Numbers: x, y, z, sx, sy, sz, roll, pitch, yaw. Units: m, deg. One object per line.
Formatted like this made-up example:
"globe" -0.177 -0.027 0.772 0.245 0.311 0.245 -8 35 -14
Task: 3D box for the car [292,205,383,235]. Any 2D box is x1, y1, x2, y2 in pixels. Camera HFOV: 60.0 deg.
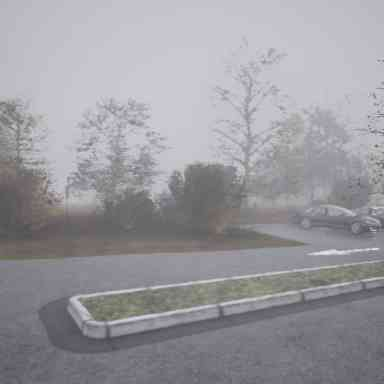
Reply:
"car" 8.511 1.581 19.895 4.892 1.521 2.231 2 0 41
